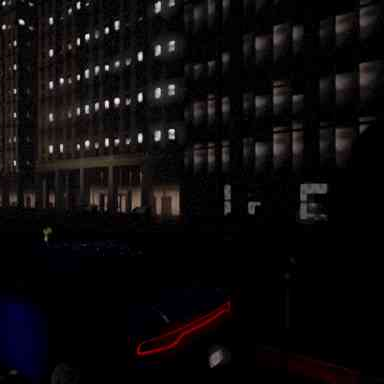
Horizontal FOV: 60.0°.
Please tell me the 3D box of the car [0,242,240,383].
[{"bbox_3d":[-1.781,1.460,4.698,5.008,1.535,1.882,0,0,36],"label":"car"}]
